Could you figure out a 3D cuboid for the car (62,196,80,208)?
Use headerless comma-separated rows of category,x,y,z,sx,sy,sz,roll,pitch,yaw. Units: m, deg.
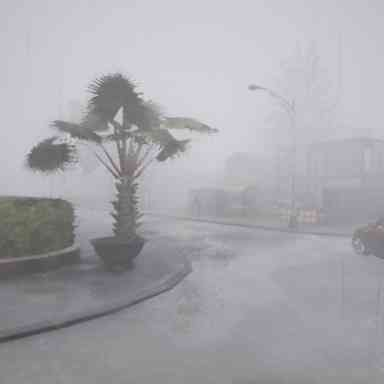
car,-17.774,1.340,47.737,2.097,1.767,4.553,0,0,-35

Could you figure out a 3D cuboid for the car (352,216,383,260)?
car,6.763,1.337,10.211,2.097,1.767,4.553,-1,0,5

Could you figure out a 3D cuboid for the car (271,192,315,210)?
car,9.307,0.959,30.476,3.866,1.878,1.905,0,0,0

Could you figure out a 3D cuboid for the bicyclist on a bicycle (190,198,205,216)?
bicyclist on a bicycle,0.463,1.331,29.392,1.656,1.620,0.582,0,0,-35
